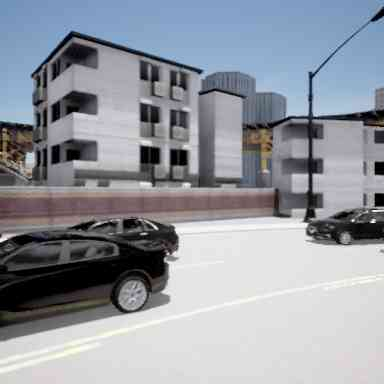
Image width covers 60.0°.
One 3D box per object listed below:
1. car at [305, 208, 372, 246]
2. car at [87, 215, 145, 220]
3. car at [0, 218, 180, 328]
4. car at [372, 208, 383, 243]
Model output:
[{"bbox_3d":[7.554,1.500,15.096,4.892,1.490,1.837,0,0,-15],"label":"car"},{"bbox_3d":[-2.713,1.504,10.362,4.892,1.490,1.837,0,0,-32],"label":"car"},{"bbox_3d":[-2.804,1.477,6.129,5.008,1.535,1.882,0,0,-34],"label":"car"},{"bbox_3d":[9.854,1.214,12.120,5.566,2.045,2.150,0,0,-13],"label":"car"}]
